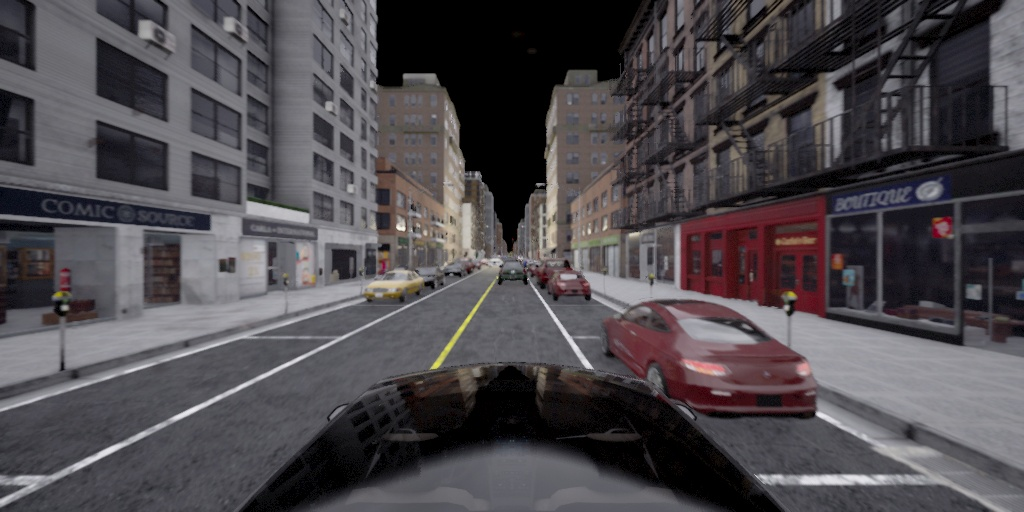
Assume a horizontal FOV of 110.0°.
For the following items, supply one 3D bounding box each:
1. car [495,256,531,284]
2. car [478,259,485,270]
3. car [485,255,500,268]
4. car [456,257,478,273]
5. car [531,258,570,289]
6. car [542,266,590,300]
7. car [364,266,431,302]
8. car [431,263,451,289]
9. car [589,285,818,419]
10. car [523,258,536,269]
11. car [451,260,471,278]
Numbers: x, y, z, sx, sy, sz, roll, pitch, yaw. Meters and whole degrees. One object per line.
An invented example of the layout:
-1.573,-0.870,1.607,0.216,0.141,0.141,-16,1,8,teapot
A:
0.067,1.084,26.737,2.097,1.767,4.553,0,0,0,car
-5.398,1.147,51.194,1.967,1.591,4.097,0,0,0,car
-2.799,0.918,60.297,2.150,2.045,5.566,0,0,1,car
-5.396,1.033,39.830,2.192,1.841,5.009,0,0,0,car
2.633,1.051,22.793,2.192,1.841,5.009,0,0,0,car
2.634,1.324,17.111,1.802,1.307,4.207,0,0,0,car
-5.391,1.267,16.933,1.751,1.417,4.829,0,0,0,car
-5.392,1.302,22.785,1.948,1.339,4.313,0,0,0,car
2.637,1.331,5.748,1.802,1.307,4.207,0,0,0,car
2.738,1.180,57.232,1.882,1.535,5.008,0,0,0,car
-5.395,1.290,34.149,1.948,1.339,4.313,0,0,0,car
